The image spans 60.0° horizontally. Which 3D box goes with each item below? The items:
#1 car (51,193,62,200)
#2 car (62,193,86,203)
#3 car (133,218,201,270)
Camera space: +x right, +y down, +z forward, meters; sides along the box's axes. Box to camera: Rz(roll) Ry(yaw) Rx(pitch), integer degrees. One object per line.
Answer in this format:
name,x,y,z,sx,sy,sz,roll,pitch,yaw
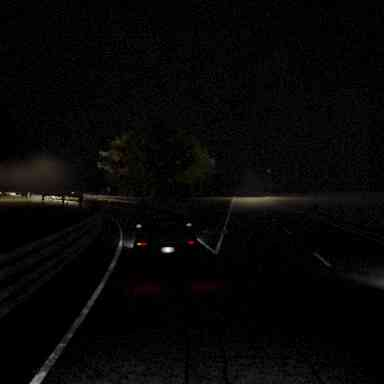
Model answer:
car,-24.911,0.944,61.896,2.128,1.511,4.902,0,1,-31
car,-18.836,0.966,53.608,2.097,1.767,4.553,-1,1,-38
car,-0.908,1.545,11.075,1.994,1.385,4.181,-1,0,-7
